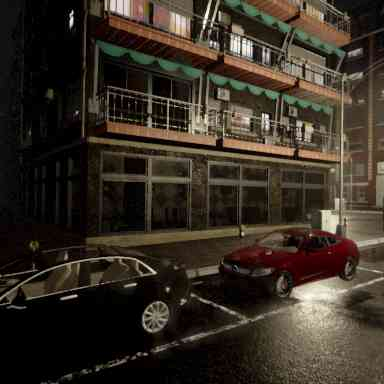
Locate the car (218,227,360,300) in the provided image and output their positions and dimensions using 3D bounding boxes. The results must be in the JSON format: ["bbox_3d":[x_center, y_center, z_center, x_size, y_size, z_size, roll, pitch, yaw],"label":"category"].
[{"bbox_3d":[2.584,1.585,8.354,4.206,1.307,1.802,0,1,-36],"label":"car"}]

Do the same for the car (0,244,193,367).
[{"bbox_3d":[-2.041,1.551,5.047,4.403,1.369,2.008,0,1,-36],"label":"car"}]
